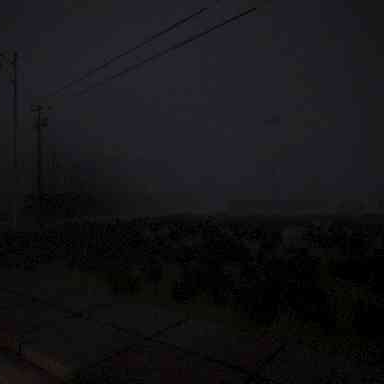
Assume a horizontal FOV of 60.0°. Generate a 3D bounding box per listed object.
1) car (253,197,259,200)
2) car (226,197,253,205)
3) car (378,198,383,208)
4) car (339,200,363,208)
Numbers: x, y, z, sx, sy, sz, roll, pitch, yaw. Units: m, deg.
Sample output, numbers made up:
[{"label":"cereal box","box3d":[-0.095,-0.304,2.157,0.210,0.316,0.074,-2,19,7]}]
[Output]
[{"label":"car","box3d":[10.746,1.685,57.629,1.837,1.490,4.892,0,0,36]},{"label":"car","box3d":[7.412,1.779,52.971,1.895,1.301,4.718,0,0,36]},{"label":"car","box3d":[22.754,1.343,35.897,4.605,1.855,1.932,0,0,36]},{"label":"car","box3d":[18.178,1.590,38.024,1.812,1.442,4.674,0,0,39]}]
